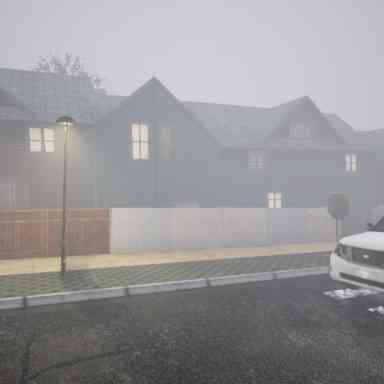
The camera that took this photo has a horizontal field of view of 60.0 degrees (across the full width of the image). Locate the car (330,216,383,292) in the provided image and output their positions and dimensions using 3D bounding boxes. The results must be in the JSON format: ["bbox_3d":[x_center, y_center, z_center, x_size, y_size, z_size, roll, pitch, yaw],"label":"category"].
[{"bbox_3d":[5.921,1.381,8.217,5.566,2.045,2.150,1,0,-30],"label":"car"}]
